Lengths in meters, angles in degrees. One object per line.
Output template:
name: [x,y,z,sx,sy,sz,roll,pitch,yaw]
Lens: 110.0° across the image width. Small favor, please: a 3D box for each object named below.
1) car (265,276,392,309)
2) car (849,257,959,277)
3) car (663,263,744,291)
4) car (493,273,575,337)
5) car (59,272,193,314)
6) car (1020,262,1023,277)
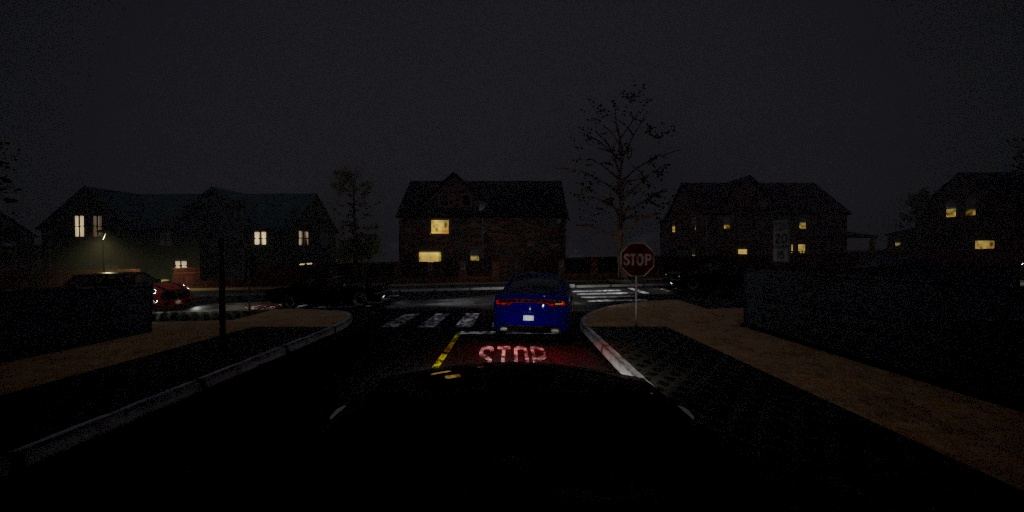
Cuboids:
car: [-7.807,1.506,15.623,4.718,1.301,1.895,-1,1,0]
car: [20.061,0.753,18.578,5.357,1.411,2.033,-1,1,0]
car: [10.416,1.034,18.545,4.718,1.301,1.895,-1,1,-1]
car: [0.789,1.226,10.413,1.882,1.535,5.008,0,0,10]
car: [-16.794,1.472,15.619,4.553,1.767,2.097,-1,1,0]
car: [29.571,0.335,18.567,4.553,1.767,2.097,-1,1,0]
